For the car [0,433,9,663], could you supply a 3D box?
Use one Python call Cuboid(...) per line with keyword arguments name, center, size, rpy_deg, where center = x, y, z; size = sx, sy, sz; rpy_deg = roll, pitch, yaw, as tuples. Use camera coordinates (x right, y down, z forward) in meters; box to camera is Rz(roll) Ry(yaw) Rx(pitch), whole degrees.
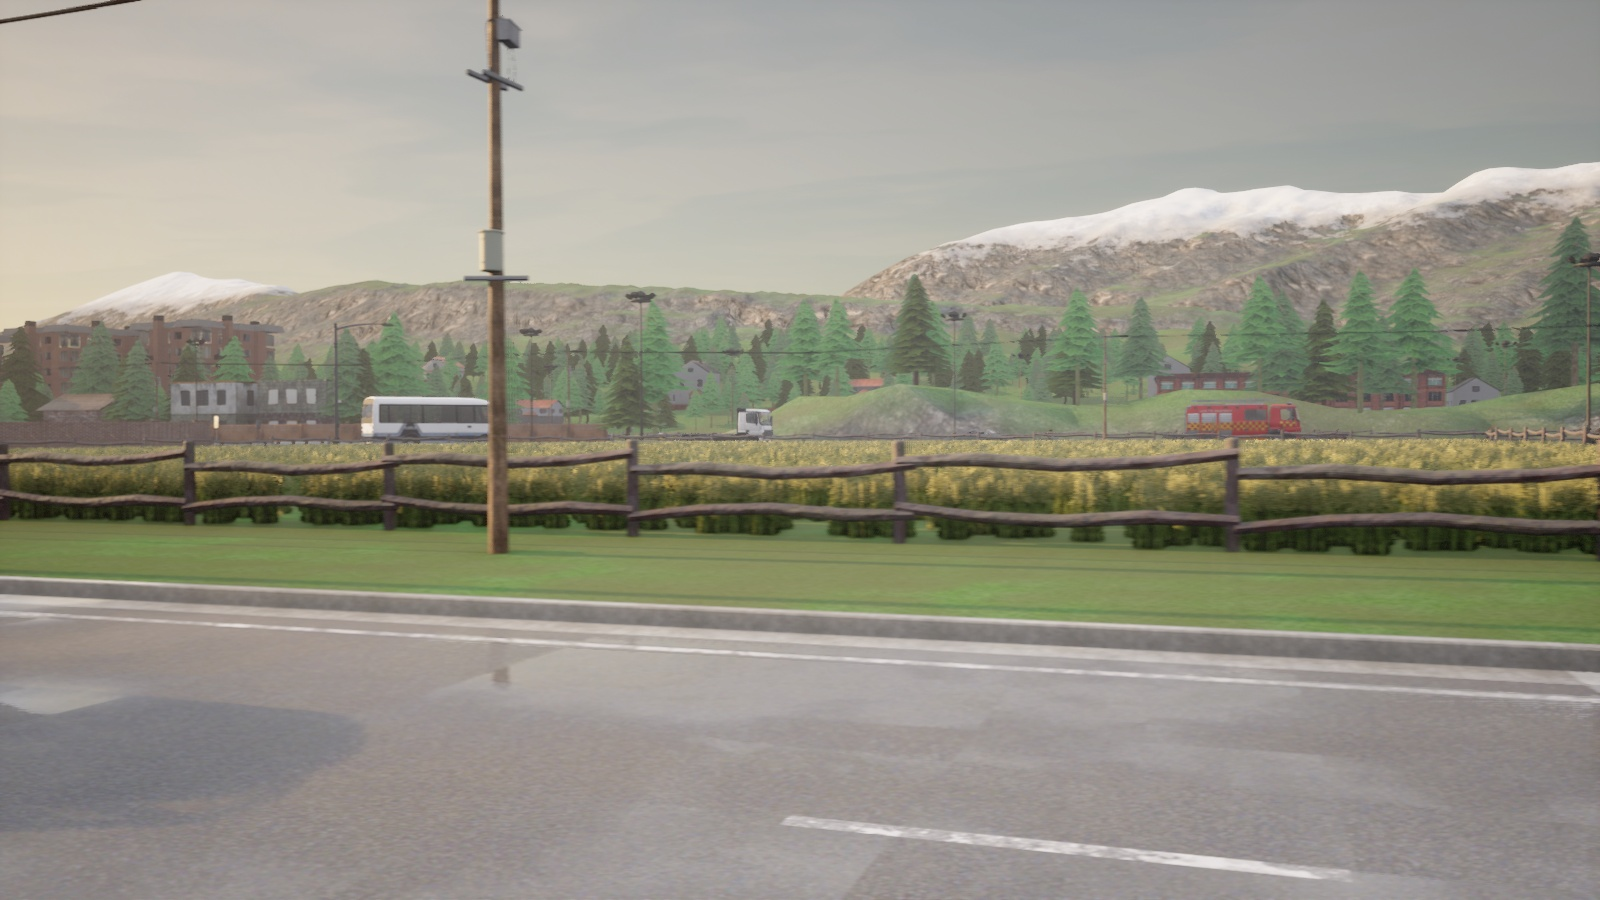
Cuboid(name="car", center=(-7.701, 0.652, 7.260), size=(4.902, 1.511, 2.128), rpy_deg=(0, 1, 0))
